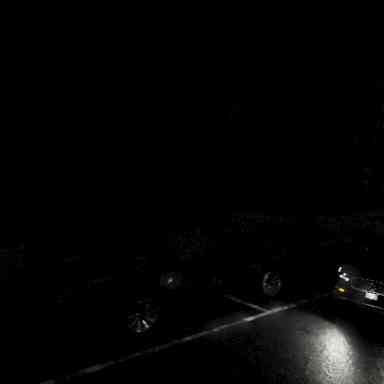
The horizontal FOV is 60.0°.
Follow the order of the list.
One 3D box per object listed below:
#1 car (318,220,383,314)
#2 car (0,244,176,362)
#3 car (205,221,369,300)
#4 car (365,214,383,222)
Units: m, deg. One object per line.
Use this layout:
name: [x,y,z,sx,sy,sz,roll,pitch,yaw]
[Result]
car: [4.931,1.449,6.893,4.892,1.490,1.837,0,0,-36]
car: [-2.265,1.559,5.035,4.313,1.339,1.947,0,0,-35]
car: [2.324,1.520,8.308,4.313,1.339,1.947,0,0,-35]
car: [6.913,1.466,11.580,4.403,1.369,2.008,0,0,-35]
